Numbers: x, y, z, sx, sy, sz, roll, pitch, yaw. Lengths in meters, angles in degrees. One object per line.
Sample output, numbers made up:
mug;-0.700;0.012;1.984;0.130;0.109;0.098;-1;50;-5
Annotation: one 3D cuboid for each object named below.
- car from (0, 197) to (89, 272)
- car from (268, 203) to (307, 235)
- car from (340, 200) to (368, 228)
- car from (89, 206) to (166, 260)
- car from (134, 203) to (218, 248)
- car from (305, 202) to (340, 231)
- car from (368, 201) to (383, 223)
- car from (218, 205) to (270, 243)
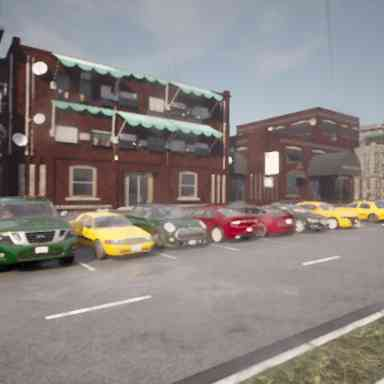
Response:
car;-5.674;1.221;11.288;2.435;2.045;5.566;0;0;-35
car;3.258;1.451;17.708;2.163;1.488;4.792;0;0;-35
car;7.904;1.389;20.981;2.097;1.535;5.008;0;0;-35
car;-3.314;1.460;12.775;1.946;1.575;5.366;0;0;-35
car;-1.275;1.324;14.490;2.185;1.767;4.553;0;0;-35
car;5.536;1.407;19.300;2.231;1.521;4.892;0;0;-35
car;12.329;1.362;24.347;1.946;1.575;5.366;0;0;-35
car;1.012;1.436;16.070;2.097;1.535;5.008;0;0;-35
